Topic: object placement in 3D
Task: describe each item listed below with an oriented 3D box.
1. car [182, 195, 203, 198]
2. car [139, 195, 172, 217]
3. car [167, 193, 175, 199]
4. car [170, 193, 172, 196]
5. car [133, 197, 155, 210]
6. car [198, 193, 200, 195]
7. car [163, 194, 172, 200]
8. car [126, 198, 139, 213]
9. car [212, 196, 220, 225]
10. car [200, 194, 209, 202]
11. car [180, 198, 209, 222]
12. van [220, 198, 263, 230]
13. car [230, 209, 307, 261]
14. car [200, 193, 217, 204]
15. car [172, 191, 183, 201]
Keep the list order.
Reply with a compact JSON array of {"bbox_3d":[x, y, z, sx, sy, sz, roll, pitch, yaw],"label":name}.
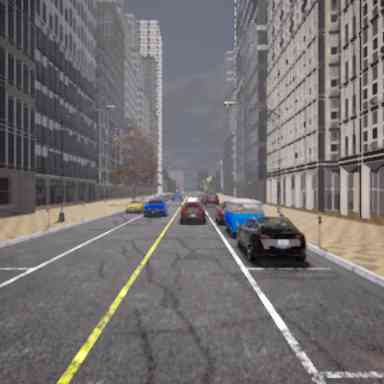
[{"bbox_3d":[0.046,1.402,41.611,1.895,1.301,4.718,0,0,0],"label":"car"},{"bbox_3d":[-3.137,1.340,29.488,1.882,1.535,5.008,0,0,0],"label":"car"},{"bbox_3d":[-5.806,1.069,91.538,2.008,1.369,4.403,0,0,0],"label":"car"},{"bbox_3d":[-5.777,1.219,68.770,1.947,1.339,4.313,0,0,0],"label":"car"},{"bbox_3d":[-5.741,1.358,40.309,2.008,1.369,4.403,0,0,0],"label":"car"},{"bbox_3d":[2.620,1.032,57.383,2.192,1.841,5.009,0,0,0],"label":"car"},{"bbox_3d":[-5.791,1.169,80.153,1.802,1.307,4.206,0,0,0],"label":"car"},{"bbox_3d":[-5.733,1.363,34.445,1.752,1.417,4.829,0,0,0],"label":"car"},{"bbox_3d":[2.662,1.334,23.231,1.967,1.590,4.097,0,0,0],"label":"car"},{"bbox_3d":[2.604,1.178,68.937,1.752,1.417,4.829,0,0,0],"label":"car"},{"bbox_3d":[0.068,1.412,24.758,1.812,1.442,4.674,0,0,0],"label":"car"},{"bbox_3d":[2.670,1.262,17.539,1.690,1.788,3.998,0,0,0],"label":"van"},{"bbox_3d":[2.676,1.513,11.846,1.947,1.339,4.313,0,0,0],"label":"car"},{"bbox_3d":[2.634,1.093,45.998,2.192,1.841,5.009,0,0,0],"label":"car"},{"bbox_3d":[-3.091,0.862,70.492,2.150,2.045,5.566,0,0,0],"label":"car"}]
